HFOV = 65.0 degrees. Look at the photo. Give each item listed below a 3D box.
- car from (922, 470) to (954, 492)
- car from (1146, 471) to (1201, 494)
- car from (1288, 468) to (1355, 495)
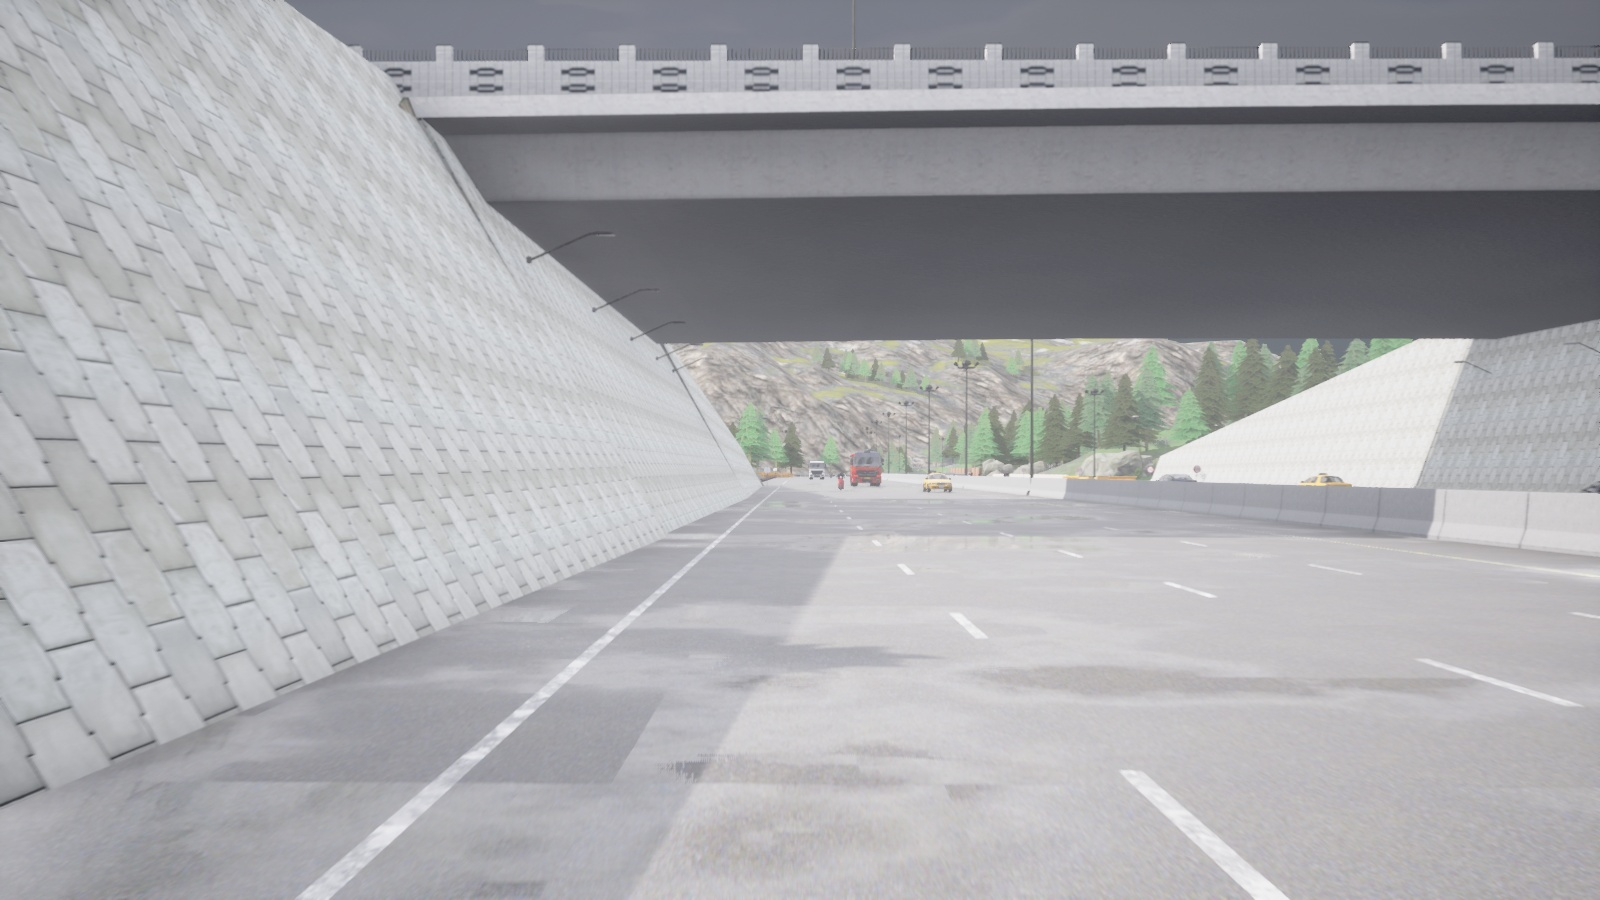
[{"bbox_3d":[10.318,2.292,94.344,1.801,1.575,5.366,0,-1,0],"label":"car"},{"bbox_3d":[24.334,2.089,81.983,2.163,1.488,4.792,0,-1,0],"label":"car"},{"bbox_3d":[31.342,1.895,75.636,1.801,1.575,5.366,0,-1,0],"label":"car"}]
